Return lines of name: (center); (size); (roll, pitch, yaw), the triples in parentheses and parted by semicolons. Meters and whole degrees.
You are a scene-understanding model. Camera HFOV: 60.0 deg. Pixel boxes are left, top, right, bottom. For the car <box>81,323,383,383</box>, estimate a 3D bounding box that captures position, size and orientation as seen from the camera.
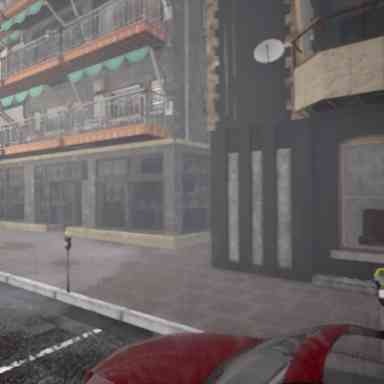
car: (0.965, 1.581, 2.042); (4.206, 1.307, 1.802); (0, -1, 36)
